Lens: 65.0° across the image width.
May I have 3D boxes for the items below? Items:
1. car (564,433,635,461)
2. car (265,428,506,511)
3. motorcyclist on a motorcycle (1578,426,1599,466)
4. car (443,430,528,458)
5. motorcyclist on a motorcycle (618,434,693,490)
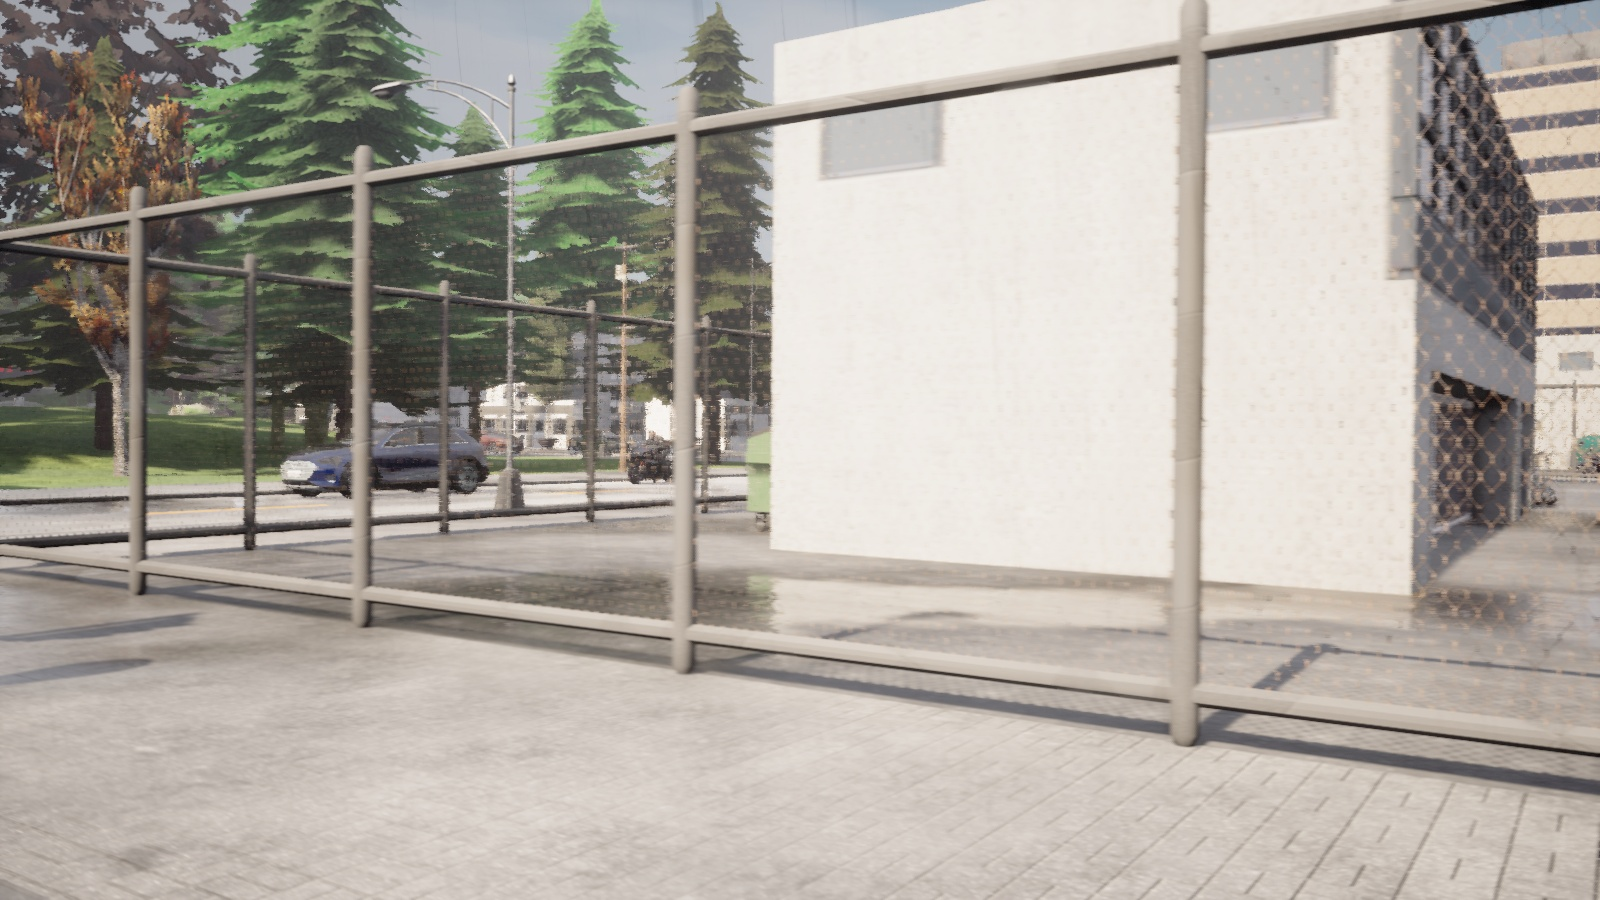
[{"bbox_3d":[-11.361,-0.169,71.149,3.705,1.549,1.789,0,1,34],"label":"car"},{"bbox_3d":[-9.029,0.359,27.804,2.033,1.649,4.856,0,1,33],"label":"car"},{"bbox_3d":[30.984,-0.169,47.923,2.191,1.530,0.866,0,1,33],"label":"motorcyclist on a motorcycle"},{"bbox_3d":[-19.137,-0.371,76.304,5.027,1.651,2.152,0,1,34],"label":"car"},{"bbox_3d":[-4.049,0.316,35.306,0.866,1.530,2.191,0,1,34],"label":"motorcyclist on a motorcycle"}]
